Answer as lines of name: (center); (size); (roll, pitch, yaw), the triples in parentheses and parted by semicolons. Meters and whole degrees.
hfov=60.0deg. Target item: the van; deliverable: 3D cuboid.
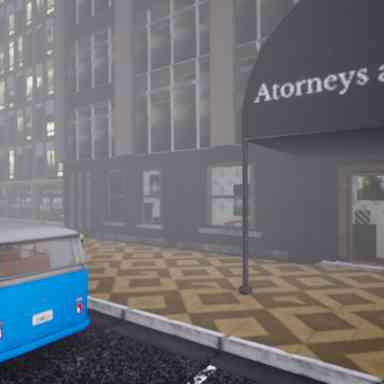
van: (-3.400, 1.361, 5.293); (3.998, 1.788, 1.690); (0, 0, 35)
